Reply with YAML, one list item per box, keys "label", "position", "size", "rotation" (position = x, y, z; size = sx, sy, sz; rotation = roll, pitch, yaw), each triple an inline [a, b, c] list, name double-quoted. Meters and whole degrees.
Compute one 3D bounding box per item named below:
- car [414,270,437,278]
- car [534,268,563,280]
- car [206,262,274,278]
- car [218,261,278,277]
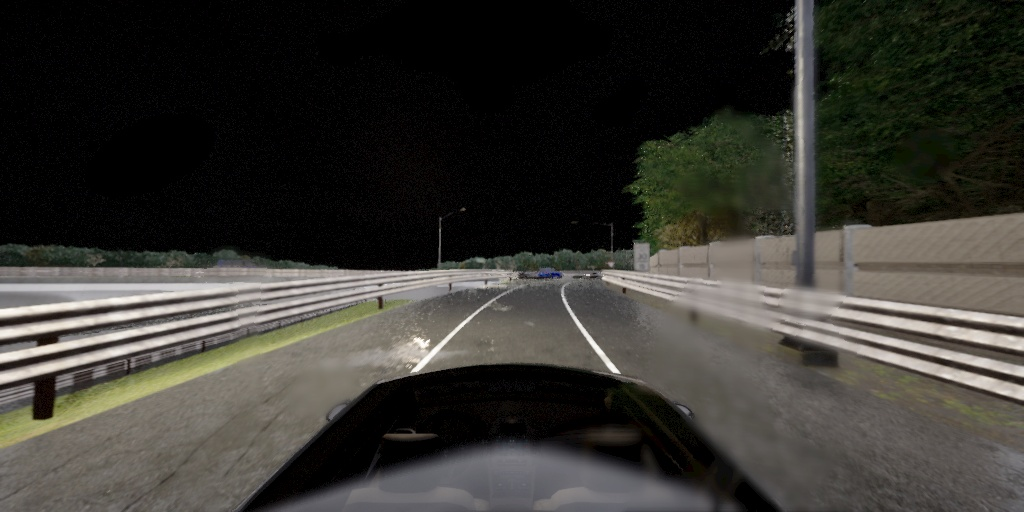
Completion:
- label: "car"
  position: [-13.299, 2.798, 52.532]
  size: [4.674, 1.442, 1.812]
  rotation: [3, -4, -39]
- label: "car"
  position: [6.674, 3.082, 61.998]
  size: [2.150, 2.045, 5.566]
  rotation: [-2, -4, 40]
- label: "car"
  position: [-26.988, 1.665, 35.423]
  size: [5.008, 1.535, 1.882]
  rotation: [2, -3, -25]
- label: "car"
  position: [-28.461, 1.570, 38.606]
  size: [5.566, 2.045, 2.150]
  rotation: [2, -3, -25]
